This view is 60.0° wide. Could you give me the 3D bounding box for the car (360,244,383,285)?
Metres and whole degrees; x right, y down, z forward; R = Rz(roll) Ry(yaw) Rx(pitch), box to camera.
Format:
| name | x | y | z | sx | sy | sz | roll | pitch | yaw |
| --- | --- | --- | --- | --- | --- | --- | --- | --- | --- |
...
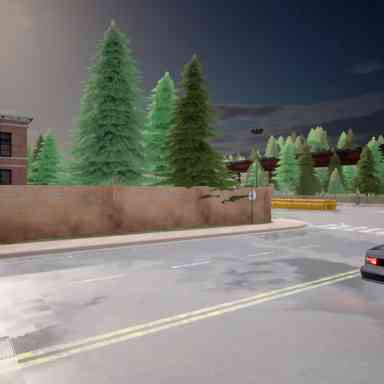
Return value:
| name | x | y | z | sx | sy | sz | roll | pitch | yaw |
| --- | --- | --- | --- | --- | --- | --- | --- | --- | --- |
| car | 6.300 | 1.547 | 8.225 | 5.357 | 1.411 | 2.033 | 0 | 0 | -35 |
